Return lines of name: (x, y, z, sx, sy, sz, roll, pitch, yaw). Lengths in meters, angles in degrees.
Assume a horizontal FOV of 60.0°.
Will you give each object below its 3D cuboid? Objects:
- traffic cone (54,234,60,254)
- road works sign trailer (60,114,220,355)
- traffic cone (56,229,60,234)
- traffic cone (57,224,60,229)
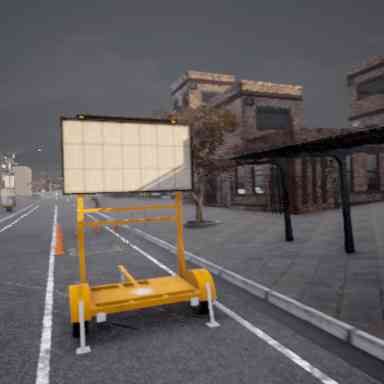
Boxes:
traffic cone: (-4.923, 1.975, 12.288, 0.340, 0.580, 0.340, -2, 1, -22)
road works sign trailer: (-1.156, 0.417, 6.269, 2.380, 3.560, 2.880, -2, 1, -22)
traffic cone: (-5.675, 1.983, 14.141, 0.340, 0.580, 0.340, -2, 1, -22)
traffic cone: (-6.427, 1.990, 15.994, 0.340, 0.580, 0.340, -2, 1, -22)
